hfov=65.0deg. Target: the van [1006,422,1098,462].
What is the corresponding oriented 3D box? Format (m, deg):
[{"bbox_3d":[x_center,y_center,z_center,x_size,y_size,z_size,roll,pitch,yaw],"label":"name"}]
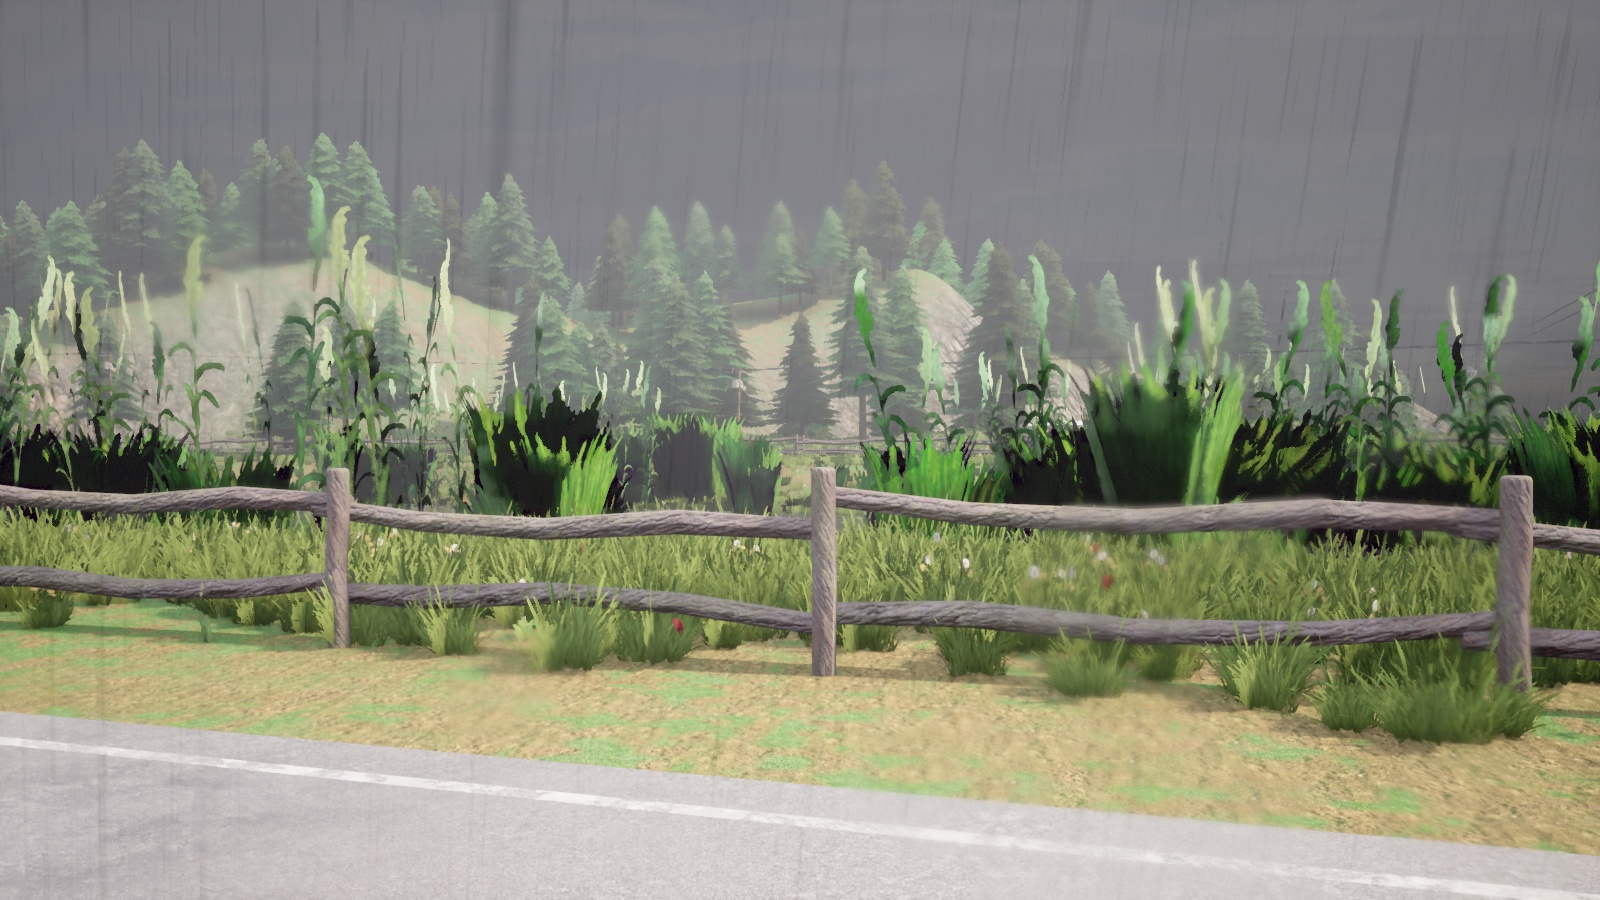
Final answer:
[{"bbox_3d":[13.360,-0.432,66.598,4.480,2.038,2.069,1,1,22],"label":"van"}]
